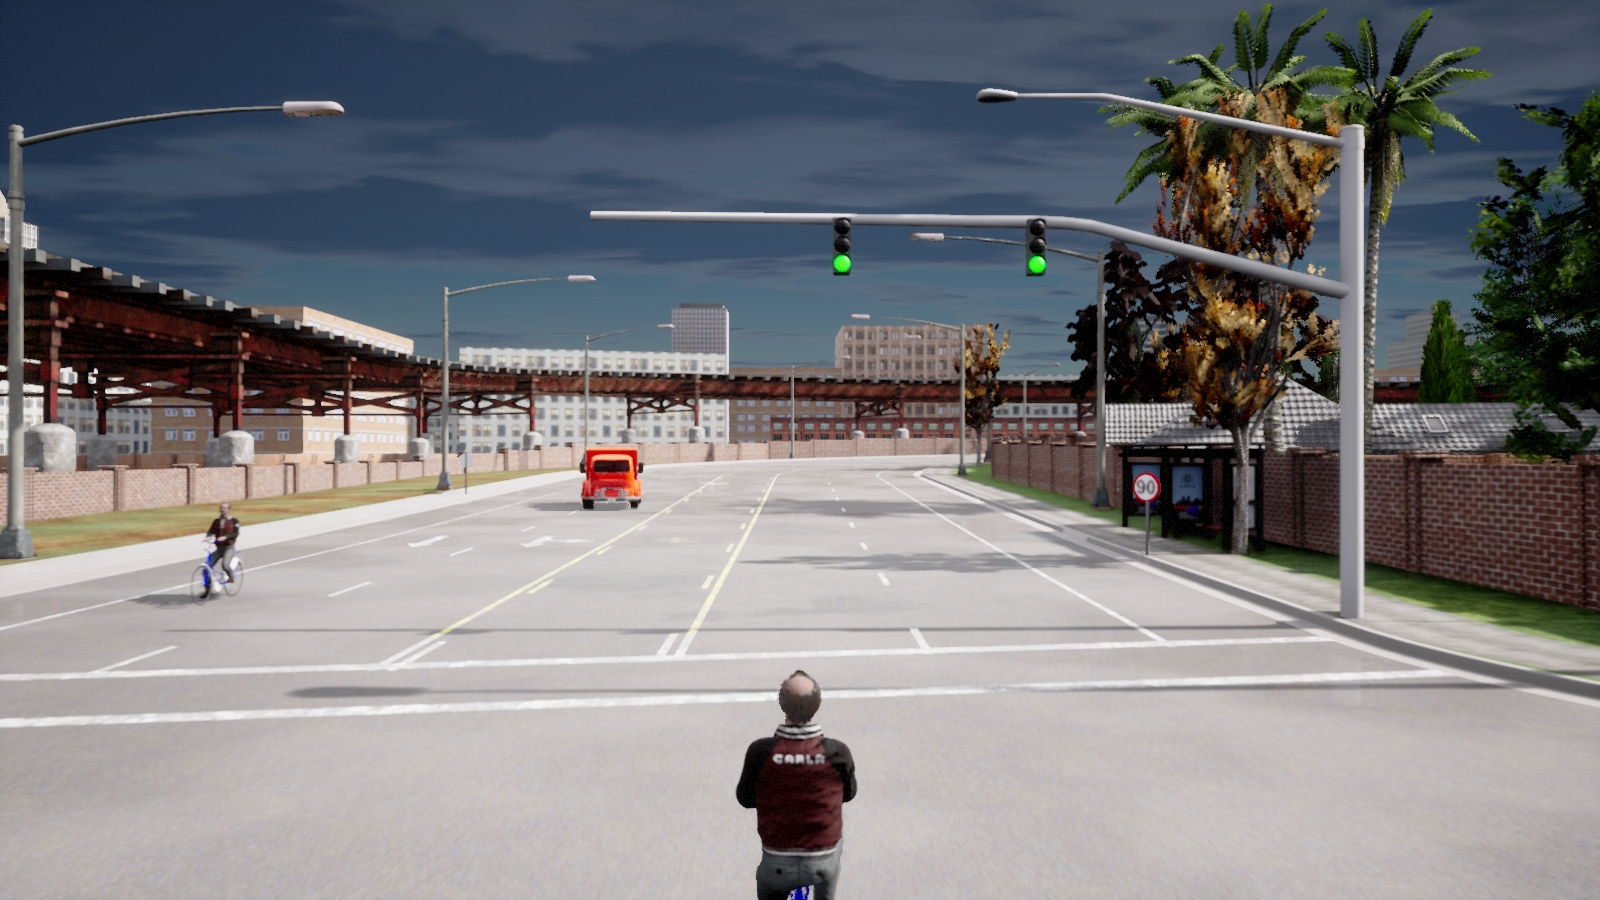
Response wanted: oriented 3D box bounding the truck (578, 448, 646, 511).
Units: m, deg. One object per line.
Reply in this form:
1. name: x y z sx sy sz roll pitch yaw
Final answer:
1. truck: -7.804 1.137 47.427 2.627 2.467 5.204 0 0 -9

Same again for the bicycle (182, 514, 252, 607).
1. bicycle: -10.490 1.960 20.616 0.329 1.496 1.835 0 0 0

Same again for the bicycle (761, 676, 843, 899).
1. bicycle: 0.012 2.034 5.556 0.329 1.496 1.835 0 0 0
